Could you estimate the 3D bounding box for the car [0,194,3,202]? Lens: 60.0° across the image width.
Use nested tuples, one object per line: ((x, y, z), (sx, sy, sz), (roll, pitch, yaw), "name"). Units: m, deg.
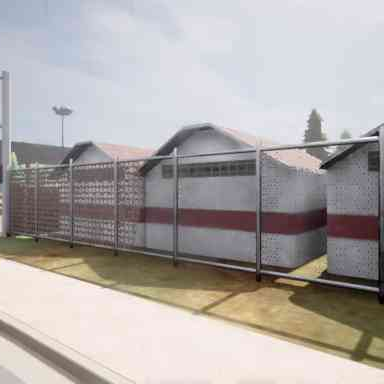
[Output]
((-22.540, 1.222, 40.007), (2.150, 2.045, 5.566), (0, 0, 37), "car")
